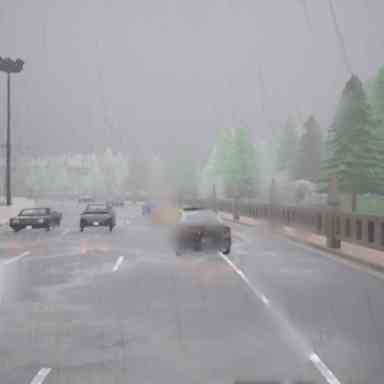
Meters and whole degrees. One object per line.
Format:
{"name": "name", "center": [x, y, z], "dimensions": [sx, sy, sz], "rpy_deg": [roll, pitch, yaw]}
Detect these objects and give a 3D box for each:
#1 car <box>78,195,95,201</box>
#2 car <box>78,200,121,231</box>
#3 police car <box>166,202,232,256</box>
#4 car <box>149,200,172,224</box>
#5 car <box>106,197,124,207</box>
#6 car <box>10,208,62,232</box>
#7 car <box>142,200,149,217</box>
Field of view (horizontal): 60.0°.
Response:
{"name": "car", "center": [-19.850, 1.377, 62.536], "dimensions": [1.882, 1.535, 5.008], "rpy_deg": [0, 0, -36]}
{"name": "car", "center": [-5.650, 1.459, 20.252], "dimensions": [2.128, 1.511, 4.902], "rpy_deg": [0, 0, -11]}
{"name": "police car", "center": [0.183, 1.404, 13.304], "dimensions": [1.930, 1.638, 5.238], "rpy_deg": [0, 0, -7]}
{"name": "car", "center": [-1.755, 1.416, 24.179], "dimensions": [1.801, 1.575, 5.366], "rpy_deg": [0, 0, -13]}
{"name": "car", "center": [-11.227, 1.414, 47.944], "dimensions": [2.128, 1.511, 4.902], "rpy_deg": [0, 0, -27]}
{"name": "car", "center": [-9.077, 1.569, 19.810], "dimensions": [1.895, 1.301, 4.718], "rpy_deg": [0, 0, -11]}
{"name": "car", "center": [-3.368, 1.429, 30.363], "dimensions": [1.882, 1.535, 5.008], "rpy_deg": [0, 0, -16]}
